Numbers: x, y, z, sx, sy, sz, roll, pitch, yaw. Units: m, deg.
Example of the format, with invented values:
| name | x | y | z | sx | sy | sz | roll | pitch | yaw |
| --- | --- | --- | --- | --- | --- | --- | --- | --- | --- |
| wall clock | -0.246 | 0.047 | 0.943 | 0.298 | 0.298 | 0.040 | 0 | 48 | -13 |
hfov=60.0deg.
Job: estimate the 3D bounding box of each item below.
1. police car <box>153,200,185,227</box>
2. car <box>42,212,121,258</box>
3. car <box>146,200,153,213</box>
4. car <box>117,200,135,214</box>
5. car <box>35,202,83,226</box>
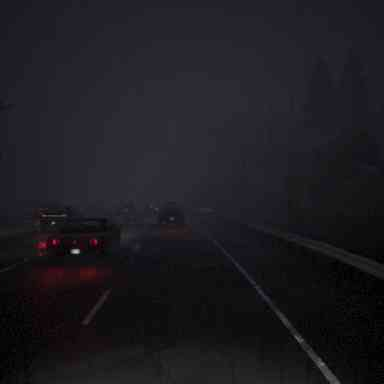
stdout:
| name | x | y | z | sx | sy | sz | roll | pitch | yaw |
| --- | --- | --- | --- | --- | --- | --- | --- | --- | --- |
| police car | -1.652 | 1.555 | 24.401 | 1.930 | 1.638 | 5.238 | 0 | 0 | -7 |
| car | -3.997 | 1.677 | 13.171 | 1.895 | 1.301 | 4.718 | 0 | 0 | -4 |
| car | -4.570 | 1.747 | 40.939 | 1.812 | 1.442 | 4.674 | 0 | 0 | -12 |
| car | -7.447 | 1.702 | 37.770 | 2.128 | 1.511 | 4.902 | 0 | 0 | -12 |
| car | -8.381 | 1.620 | 21.833 | 2.128 | 1.511 | 4.902 | 0 | 0 | -7 |
